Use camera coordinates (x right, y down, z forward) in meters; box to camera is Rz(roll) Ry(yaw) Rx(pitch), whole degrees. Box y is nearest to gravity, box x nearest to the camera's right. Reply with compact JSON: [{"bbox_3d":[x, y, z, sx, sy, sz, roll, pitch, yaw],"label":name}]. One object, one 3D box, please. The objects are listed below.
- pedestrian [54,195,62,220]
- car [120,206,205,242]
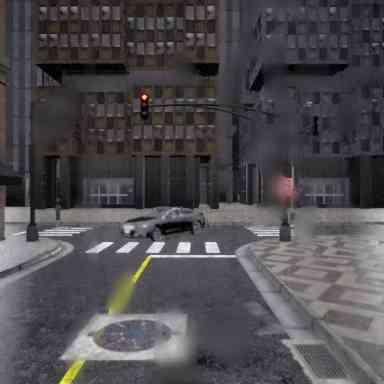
[{"bbox_3d":[-9.824,1.153,24.365,0.375,1.860,0.375,0,0,1],"label":"pedestrian"},{"bbox_3d":[-1.326,1.490,16.674,2.128,1.511,4.902,-1,0,40],"label":"car"}]
